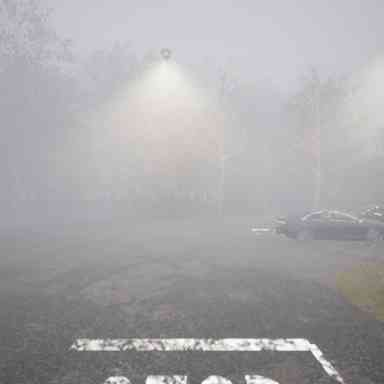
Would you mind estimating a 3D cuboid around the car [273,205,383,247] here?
[{"bbox_3d":[6.045,1.509,14.566,4.902,1.511,2.128,0,0,0],"label":"car"}]
